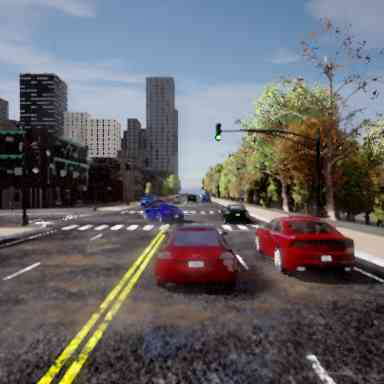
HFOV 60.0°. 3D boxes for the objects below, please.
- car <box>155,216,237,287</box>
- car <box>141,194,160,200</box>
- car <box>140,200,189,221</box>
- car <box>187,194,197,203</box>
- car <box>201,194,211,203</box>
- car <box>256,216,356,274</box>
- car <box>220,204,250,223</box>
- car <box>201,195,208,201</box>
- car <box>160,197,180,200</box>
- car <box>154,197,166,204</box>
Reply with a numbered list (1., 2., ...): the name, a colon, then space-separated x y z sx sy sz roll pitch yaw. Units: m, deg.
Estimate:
1. car: 0.100 1.595 9.482 1.994 1.385 4.181 0 0 0
2. car: -6.574 1.380 51.356 2.150 2.045 5.566 0 0 0
3. car: -2.327 1.609 26.375 1.812 1.442 4.674 1 0 -31
4. car: 0.003 1.448 76.512 2.150 2.045 5.566 0 0 0
5. car: 3.253 1.448 76.512 2.150 2.045 5.566 0 0 0
6. car: 3.348 1.512 10.756 1.882 1.535 5.008 0 0 0
7. car: 3.353 1.648 26.320 1.994 1.385 4.181 0 0 0
8. car: 3.254 1.617 86.900 1.812 1.442 4.674 0 0 0
9. car: -3.322 1.635 51.053 1.882 1.535 5.008 0 0 0
10. car: -6.496 1.807 68.071 1.895 1.301 4.718 0 0 0
